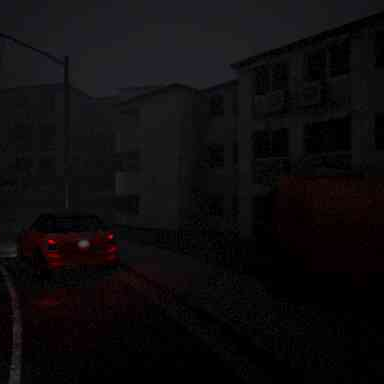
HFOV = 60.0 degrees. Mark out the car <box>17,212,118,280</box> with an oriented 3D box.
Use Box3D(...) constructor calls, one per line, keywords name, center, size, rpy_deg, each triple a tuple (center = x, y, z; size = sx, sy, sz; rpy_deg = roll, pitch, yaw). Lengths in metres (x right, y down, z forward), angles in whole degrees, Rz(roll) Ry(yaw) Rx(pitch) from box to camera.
Box3D(name="car", center=(-4.078, 1.393, 10.492), size=(2.097, 1.767, 4.553), rpy_deg=(0, 0, -35))
